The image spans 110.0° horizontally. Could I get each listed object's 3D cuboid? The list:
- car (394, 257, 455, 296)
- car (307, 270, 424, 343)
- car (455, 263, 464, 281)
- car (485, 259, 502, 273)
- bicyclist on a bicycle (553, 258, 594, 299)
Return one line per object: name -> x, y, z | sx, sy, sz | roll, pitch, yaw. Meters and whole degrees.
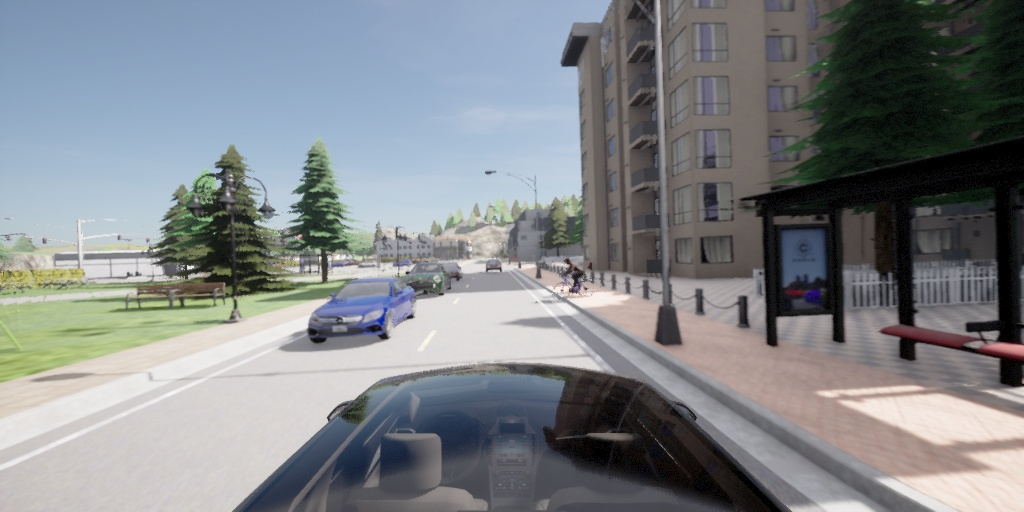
car -> -4.531, 1.137, 19.315 | 2.097, 1.767, 4.553 | -2, 0, -3
car -> -3.997, 1.356, 10.329 | 1.812, 1.442, 4.674 | -2, 0, -3
car -> -5.114, 1.257, 29.523 | 1.812, 1.442, 4.674 | -2, 0, -3
car -> -2.075, 1.089, 40.642 | 2.033, 1.411, 5.357 | -2, 0, -3
bicyclist on a bicycle -> 2.420, 0.885, 14.253 | 1.656, 1.620, 0.582 | -4, 1, -3
